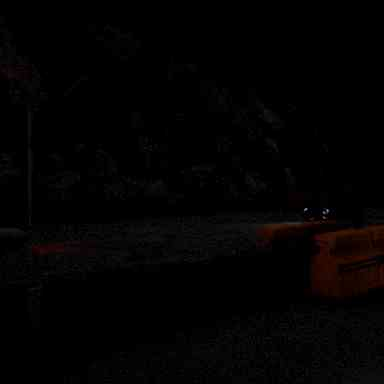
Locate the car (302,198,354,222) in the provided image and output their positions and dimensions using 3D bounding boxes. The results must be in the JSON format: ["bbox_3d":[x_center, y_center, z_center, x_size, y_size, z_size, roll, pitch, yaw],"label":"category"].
[{"bbox_3d":[10.012,1.275,23.999,4.553,1.767,2.097,0,0,-35],"label":"car"}]

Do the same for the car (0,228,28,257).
[{"bbox_3d":[-8.192,1.601,11.049,4.718,1.301,1.895,0,0,-35],"label":"car"}]
